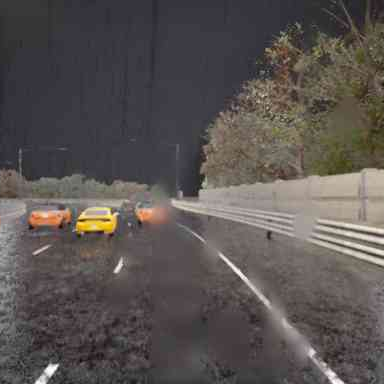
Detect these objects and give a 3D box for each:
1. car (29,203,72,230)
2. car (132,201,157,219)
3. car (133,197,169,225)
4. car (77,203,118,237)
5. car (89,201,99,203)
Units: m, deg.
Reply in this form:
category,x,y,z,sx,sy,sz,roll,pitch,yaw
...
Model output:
category,x,y,z,sx,sy,sz,roll,pitch,yaw
car,-9.757,1.563,23.213,2.097,1.767,4.553,0,0,-12
car,-4.860,1.735,33.520,2.128,1.511,4.902,0,0,-11
car,-3.319,1.538,26.188,2.097,1.767,4.553,0,0,-12
car,-5.355,1.634,19.176,1.882,1.535,5.008,0,0,-10
car,-12.858,1.924,43.719,1.994,1.385,4.181,0,0,-23
